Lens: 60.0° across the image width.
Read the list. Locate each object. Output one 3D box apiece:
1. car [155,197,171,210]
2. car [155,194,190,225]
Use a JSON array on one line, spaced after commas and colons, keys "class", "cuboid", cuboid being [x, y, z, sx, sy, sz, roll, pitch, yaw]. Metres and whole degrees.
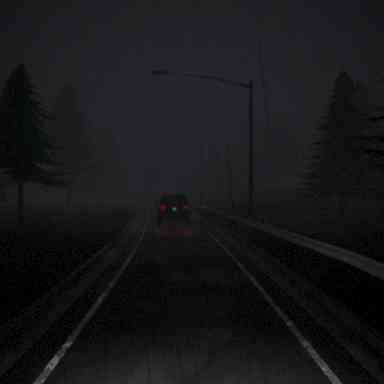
[{"class": "car", "cuboid": [-3.783, 1.436, 42.882, 1.812, 1.442, 4.674, 0, 0, -8]}, {"class": "car", "cuboid": [-1.405, 1.172, 23.766, 2.150, 2.045, 5.566, 0, 0, -6]}]
